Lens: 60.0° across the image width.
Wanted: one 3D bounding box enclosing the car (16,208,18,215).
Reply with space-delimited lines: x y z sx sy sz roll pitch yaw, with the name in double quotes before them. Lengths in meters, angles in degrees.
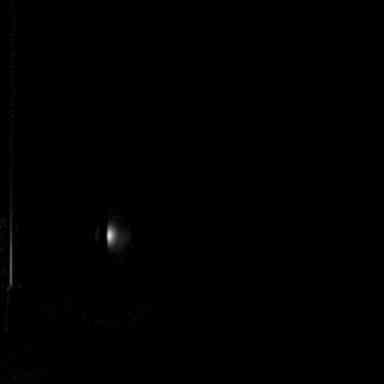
"car" -13.003 1.553 29.174 1.895 1.301 4.718 1 0 36
